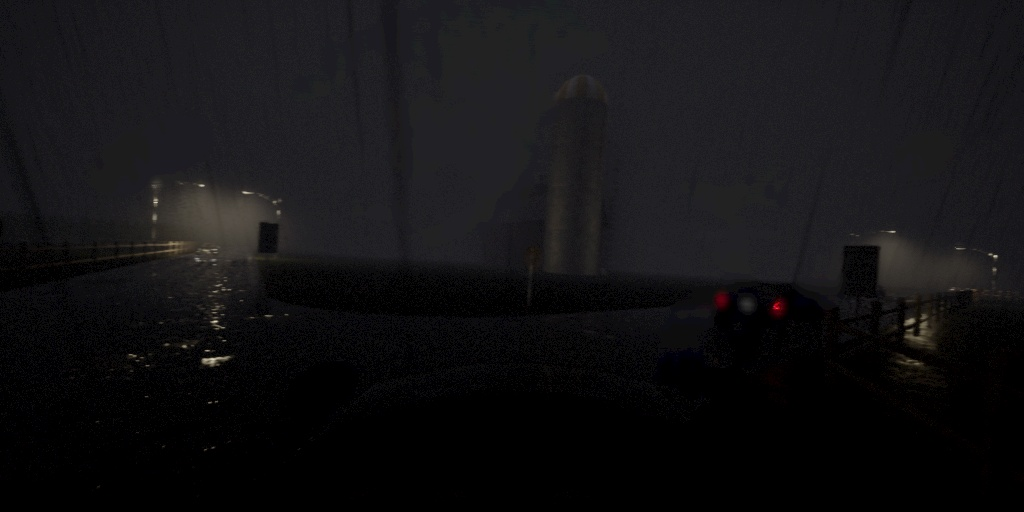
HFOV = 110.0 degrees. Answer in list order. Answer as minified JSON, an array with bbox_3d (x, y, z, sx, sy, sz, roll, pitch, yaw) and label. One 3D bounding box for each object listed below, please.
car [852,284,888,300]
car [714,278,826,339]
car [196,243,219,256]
[{"bbox_3d":[34.151,3.344,34.200,4.674,1.442,1.812,4,0,-36],"label":"car"},{"bbox_3d":[9.031,1.641,12.425,4.553,1.767,2.097,3,0,-36],"label":"car"},{"bbox_3d":[-36.617,-0.867,43.257,1.837,1.490,4.892,4,0,-36],"label":"car"}]
